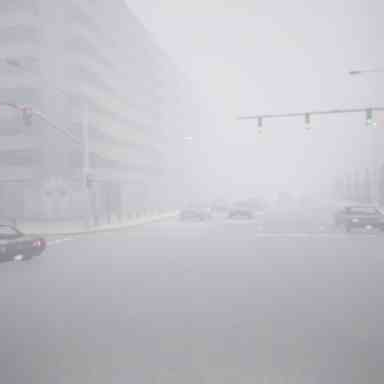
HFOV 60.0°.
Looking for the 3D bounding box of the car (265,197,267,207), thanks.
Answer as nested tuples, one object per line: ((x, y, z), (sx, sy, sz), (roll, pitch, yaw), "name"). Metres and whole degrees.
((9.680, 1.167, 47.758), (2.097, 1.767, 4.553), (-1, 0, 15), "car")

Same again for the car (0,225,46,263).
((-7.314, 1.780, 11.338), (4.718, 1.301, 1.895), (-2, 0, 28), "car")

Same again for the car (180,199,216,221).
((0.386, 1.499, 27.233), (1.837, 1.490, 4.892), (-1, 0, 15), "car")

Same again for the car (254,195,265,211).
((6.970, 1.369, 38.162), (1.837, 1.490, 4.892), (-1, 0, 16), "car")

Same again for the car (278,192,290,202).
((17.623, 1.012, 63.420), (2.097, 1.767, 4.553), (-1, 0, 15), "car")

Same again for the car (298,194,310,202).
((21.044, 1.151, 62.648), (1.994, 1.385, 4.181), (-1, 0, 15), "car")

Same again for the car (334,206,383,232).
((9.146, 1.401, 18.365), (1.895, 1.301, 4.718), (-1, 0, 14), "car")

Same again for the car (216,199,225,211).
((3.126, 1.492, 37.440), (2.033, 1.411, 5.357), (-1, 0, 15), "car")

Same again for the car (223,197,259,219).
((4.369, 1.458, 28.669), (2.033, 1.411, 5.357), (-1, 0, 15), "car")

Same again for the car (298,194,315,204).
((18.397, 1.236, 53.031), (1.895, 1.301, 4.718), (-1, 0, 15), "car")

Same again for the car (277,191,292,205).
((14.858, 0.931, 53.381), (2.150, 2.045, 5.566), (-1, 0, 15), "car")
